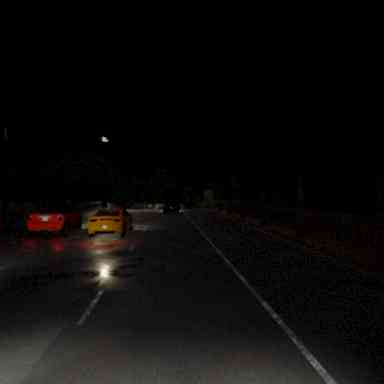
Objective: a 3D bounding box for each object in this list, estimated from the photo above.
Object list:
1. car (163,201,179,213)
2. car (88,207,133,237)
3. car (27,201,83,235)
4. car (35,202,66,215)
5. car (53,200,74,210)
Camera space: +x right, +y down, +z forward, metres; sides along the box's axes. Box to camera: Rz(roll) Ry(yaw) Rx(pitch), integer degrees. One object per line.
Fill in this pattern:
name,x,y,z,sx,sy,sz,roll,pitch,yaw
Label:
car,-2.595,1.858,41.319,1.994,1.385,4.181,0,0,-4
car,-4.558,1.623,19.144,1.882,1.535,5.008,0,0,-4
car,-8.143,1.518,20.214,2.097,1.767,4.553,0,0,-4
car,-16.693,1.932,39.462,1.895,1.301,4.718,0,0,-4
car,-21.248,2.195,55.020,1.837,1.490,4.892,0,-2,-4
